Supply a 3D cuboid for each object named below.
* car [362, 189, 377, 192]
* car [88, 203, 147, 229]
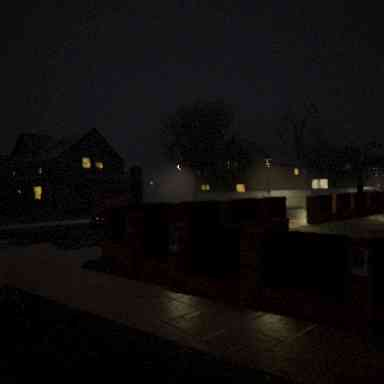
[{"bbox_3d":[20.046,0.441,37.573,4.553,1.767,2.097,-2,2,-40],"label":"car"},{"bbox_3d":[-2.761,1.293,17.954,5.357,1.411,2.033,-2,2,-41],"label":"car"}]
